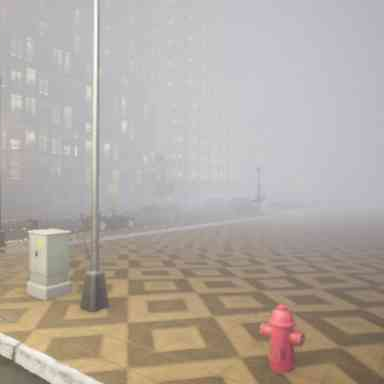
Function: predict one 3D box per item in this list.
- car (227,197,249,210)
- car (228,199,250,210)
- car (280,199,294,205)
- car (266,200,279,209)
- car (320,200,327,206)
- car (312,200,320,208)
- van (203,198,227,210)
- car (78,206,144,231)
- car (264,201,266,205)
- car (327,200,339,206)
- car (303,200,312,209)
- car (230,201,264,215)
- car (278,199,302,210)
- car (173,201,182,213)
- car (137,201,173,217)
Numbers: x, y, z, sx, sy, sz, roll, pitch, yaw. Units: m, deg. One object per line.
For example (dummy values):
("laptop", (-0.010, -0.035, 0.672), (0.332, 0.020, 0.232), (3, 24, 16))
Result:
("car", (7.396, 1.795, 52.445), (2.150, 2.045, 5.566), (1, 0, 35))
("car", (7.384, 2.105, 47.090), (1.812, 1.442, 4.674), (1, 0, 35))
("car", (22.614, 2.416, 79.091), (1.947, 1.339, 4.313), (0, 0, 35))
("car", (15.286, 2.194, 58.494), (1.882, 1.535, 5.008), (1, 0, 35))
("car", (26.278, 2.468, 69.677), (1.947, 1.339, 4.313), (0, 0, 35))
("car", (23.061, 2.287, 65.044), (1.967, 1.590, 4.097), (0, 0, 35))
("van", (3.307, 1.859, 51.294), (1.690, 1.788, 3.998), (0, 0, 35))
("car", (-5.802, 1.894, 23.263), (2.008, 1.369, 4.403), (0, 0, 35))
("car", (16.178, 2.322, 69.825), (1.802, 1.307, 4.206), (0, 0, 35))
("car", (32.717, 2.578, 78.946), (1.947, 1.339, 4.313), (0, 0, 35))
("car", (19.841, 2.373, 60.409), (1.802, 1.307, 4.206), (0, 0, 35))
("car", (6.966, 2.134, 41.871), (1.947, 1.339, 4.313), (0, 0, 35))
("car", (16.622, 2.301, 55.774), (1.947, 1.339, 4.313), (0, 0, 35))
("car", (-3.129, 1.845, 42.027), (1.967, 1.590, 4.097), (0, 0, 35))
("car", (-4.790, 1.919, 35.076), (2.033, 1.411, 5.357), (1, 0, 35))
